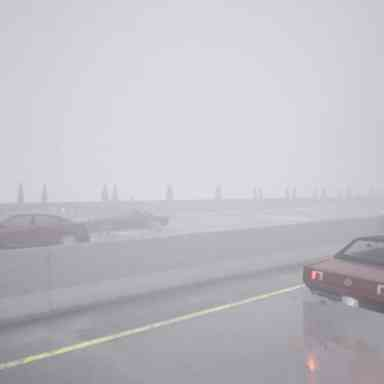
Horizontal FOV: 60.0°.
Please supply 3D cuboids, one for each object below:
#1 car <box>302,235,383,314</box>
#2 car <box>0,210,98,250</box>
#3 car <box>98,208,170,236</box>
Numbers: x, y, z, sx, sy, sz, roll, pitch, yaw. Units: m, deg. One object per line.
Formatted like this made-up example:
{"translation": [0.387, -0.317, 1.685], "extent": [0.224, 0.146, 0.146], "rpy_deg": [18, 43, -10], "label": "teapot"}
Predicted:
{"translation": [4.515, 1.578, 6.977], "extent": [4.718, 1.301, 1.895], "rpy_deg": [0, 0, -36], "label": "car"}
{"translation": [-6.354, 1.474, 12.359], "extent": [5.008, 1.535, 1.882], "rpy_deg": [0, 0, -36], "label": "car"}
{"translation": [-3.708, 1.579, 18.552], "extent": [4.718, 1.301, 1.895], "rpy_deg": [0, 0, -36], "label": "car"}
